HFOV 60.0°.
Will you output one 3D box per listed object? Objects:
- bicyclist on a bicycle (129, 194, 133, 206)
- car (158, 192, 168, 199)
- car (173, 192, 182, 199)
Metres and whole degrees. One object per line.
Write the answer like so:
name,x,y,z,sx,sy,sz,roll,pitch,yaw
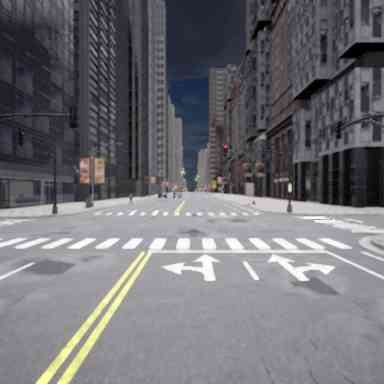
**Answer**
bicyclist on a bicycle,-8.698,1.081,47.211,0.659,1.776,1.843,0,0,0
car,-6.430,0.660,73.325,1.882,1.535,5.008,0,0,0
car,-3.180,0.707,73.322,2.128,1.511,4.902,0,0,0
